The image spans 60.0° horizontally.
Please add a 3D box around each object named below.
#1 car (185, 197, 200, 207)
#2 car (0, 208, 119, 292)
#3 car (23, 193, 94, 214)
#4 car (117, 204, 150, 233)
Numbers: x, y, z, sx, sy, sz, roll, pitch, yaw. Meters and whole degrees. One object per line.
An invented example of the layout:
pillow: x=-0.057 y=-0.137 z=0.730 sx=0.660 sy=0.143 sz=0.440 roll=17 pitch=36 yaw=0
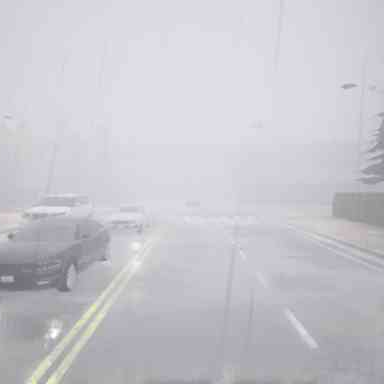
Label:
car: x=0.114 y=1.285 z=43.090 sx=1.895 sy=1.301 sz=4.718 roll=0 pitch=0 yaw=0
car: x=-3.579 y=1.418 z=8.981 sx=1.882 sy=1.535 sz=5.008 roll=0 pitch=0 yaw=0
car: x=-7.003 y=1.107 z=18.019 sx=2.150 sy=2.045 sz=5.566 roll=0 pitch=0 yaw=0
car: x=-3.496 y=1.402 z=18.778 sx=1.812 sy=1.442 sz=4.674 roll=0 pitch=0 yaw=0
